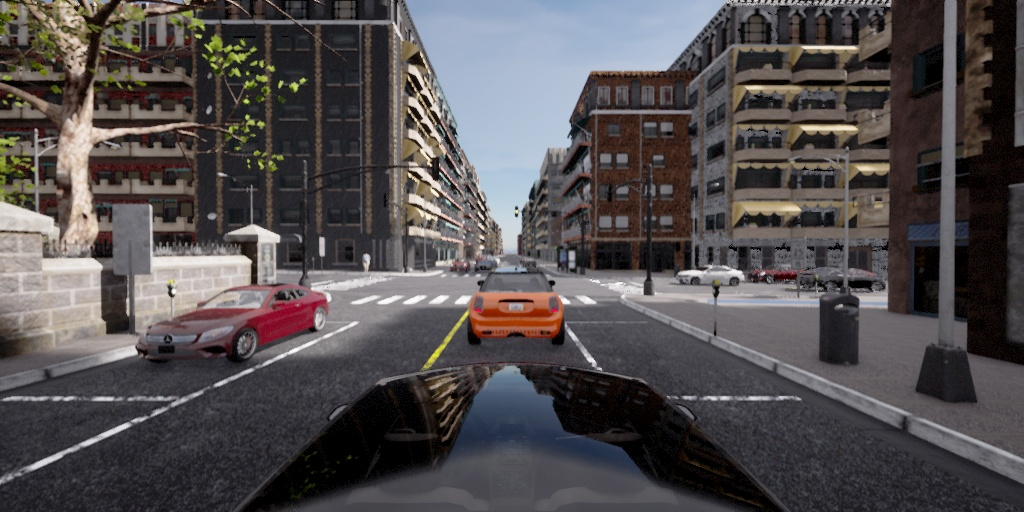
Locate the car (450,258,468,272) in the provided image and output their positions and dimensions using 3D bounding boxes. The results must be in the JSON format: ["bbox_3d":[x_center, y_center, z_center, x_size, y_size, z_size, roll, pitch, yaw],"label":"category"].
[{"bbox_3d":[-5.757,0.953,40.421,1.967,1.591,4.097,0,0,0],"label":"car"}]

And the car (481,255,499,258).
[{"bbox_3d":[-3.171,1.006,52.273,1.994,1.385,4.181,0,0,0],"label":"car"}]

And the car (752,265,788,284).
[{"bbox_3d":[21.332,1.406,28.908,4.097,1.591,1.967,0,0,-1],"label":"car"}]

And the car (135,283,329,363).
[{"bbox_3d":[-5.700,1.293,8.011,1.802,1.307,4.207,0,0,0],"label":"car"}]

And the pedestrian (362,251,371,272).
[{"bbox_3d":[-12.765,0.472,31.393,0.375,1.860,0.375,0,0,-1],"label":"pedestrian"}]

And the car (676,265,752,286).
[{"bbox_3d":[14.472,1.401,26.248,4.674,1.442,1.812,1,1,-3],"label":"car"}]

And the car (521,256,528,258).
[{"bbox_3d":[2.603,0.996,51.708,2.007,1.370,4.403,0,0,0],"label":"car"}]

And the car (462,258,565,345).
[{"bbox_3d":[0.113,1.054,9.518,2.097,1.767,4.553,0,0,1],"label":"car"}]

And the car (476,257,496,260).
[{"bbox_3d":[-3.162,1.074,41.015,1.994,1.385,4.181,0,0,0],"label":"car"}]

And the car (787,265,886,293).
[{"bbox_3d":[21.199,1.522,23.151,4.902,1.511,2.128,1,1,-1],"label":"car"}]
